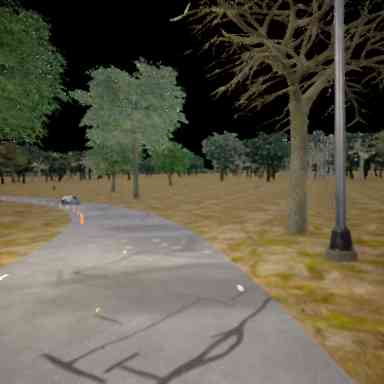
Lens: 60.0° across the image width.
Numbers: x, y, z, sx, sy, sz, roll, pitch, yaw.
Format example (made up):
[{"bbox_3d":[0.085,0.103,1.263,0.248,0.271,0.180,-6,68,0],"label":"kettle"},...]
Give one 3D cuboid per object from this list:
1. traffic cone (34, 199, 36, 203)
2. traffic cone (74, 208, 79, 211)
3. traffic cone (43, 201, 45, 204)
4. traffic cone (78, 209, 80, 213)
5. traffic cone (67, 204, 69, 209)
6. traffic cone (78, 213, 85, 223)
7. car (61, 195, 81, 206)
[{"bbox_3d":[-27.104,1.538,57.304,0.340,0.580,0.340,-3,3,-43],"label":"traffic cone"},{"bbox_3d":[-11.256,1.898,33.083,0.340,0.580,0.340,-2,1,-23],"label":"traffic cone"},{"bbox_3d":[-23.906,1.621,53.665,0.340,0.580,0.340,-3,3,-40],"label":"traffic cone"},{"bbox_3d":[-9.452,1.921,28.582,0.340,0.580,0.340,-1,1,-20],"label":"traffic cone"},{"bbox_3d":[-15.613,1.818,41.742,0.340,0.580,0.340,-2,2,-30],"label":"traffic cone"},{"bbox_3d":[-7.904,1.942,23.984,0.340,0.580,0.340,-1,1,-17],"label":"traffic cone"},{"bbox_3d":[-18.014,1.226,49.276,1.812,1.442,4.674,-2,2,-35],"label":"car"}]
